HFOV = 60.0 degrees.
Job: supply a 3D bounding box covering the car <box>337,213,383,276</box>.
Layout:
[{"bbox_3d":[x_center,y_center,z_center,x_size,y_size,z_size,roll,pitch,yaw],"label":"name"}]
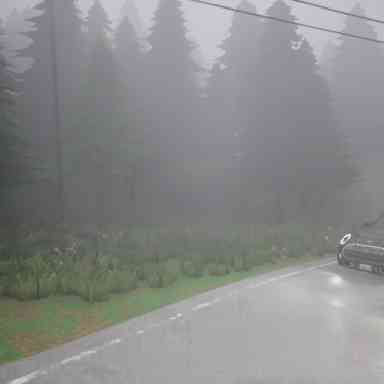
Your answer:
[{"bbox_3d":[6.307,1.320,9.641,4.553,1.767,2.097,0,0,-32],"label":"car"}]
